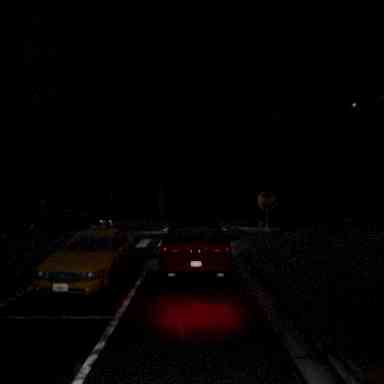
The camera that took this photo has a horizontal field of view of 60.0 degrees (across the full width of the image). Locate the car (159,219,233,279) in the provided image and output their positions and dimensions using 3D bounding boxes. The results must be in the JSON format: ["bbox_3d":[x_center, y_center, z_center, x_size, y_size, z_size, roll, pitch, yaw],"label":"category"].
[{"bbox_3d":[0.101,1.569,10.339,1.882,1.535,5.008,0,-1,0],"label":"car"}]

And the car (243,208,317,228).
[{"bbox_3d":[5.898,1.750,22.858,4.718,1.301,1.895,-1,-2,0],"label":"car"}]

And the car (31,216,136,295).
[{"bbox_3d":[-2.616,1.605,9.046,1.752,1.417,4.829,1,0,0],"label":"car"}]

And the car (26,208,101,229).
[{"bbox_3d":[-7.300,1.723,19.892,4.902,1.511,2.128,-1,-2,0],"label":"car"}]
